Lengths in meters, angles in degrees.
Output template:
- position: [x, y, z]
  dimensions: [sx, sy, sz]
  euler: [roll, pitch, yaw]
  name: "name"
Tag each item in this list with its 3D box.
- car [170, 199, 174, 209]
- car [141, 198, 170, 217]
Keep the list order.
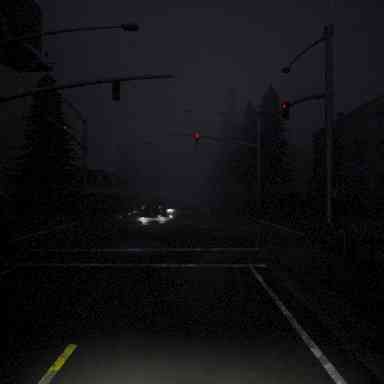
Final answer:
- position: [-3.524, 1.595, 45.932]
  dimensions: [1.895, 1.301, 4.718]
  euler: [0, 0, 0]
  name: "car"
- position: [-3.556, 1.348, 31.587]
  dimensions: [2.097, 1.767, 4.553]
  euler: [0, 0, 0]
  name: "car"
